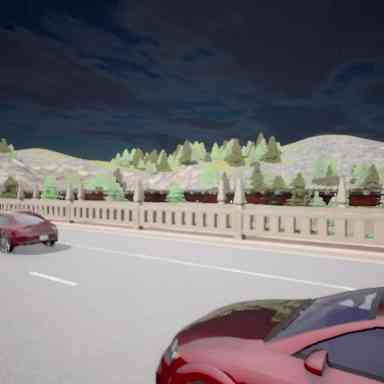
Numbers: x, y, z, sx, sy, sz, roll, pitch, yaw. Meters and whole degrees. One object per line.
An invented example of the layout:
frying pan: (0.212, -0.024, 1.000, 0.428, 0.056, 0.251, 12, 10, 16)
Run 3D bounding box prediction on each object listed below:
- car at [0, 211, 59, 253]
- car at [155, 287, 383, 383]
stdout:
car: (-7.277, 1.494, 13.483, 4.674, 1.442, 1.812, 0, 0, 36)
car: (1.696, 1.564, 2.783, 4.181, 1.385, 1.994, 0, 0, 36)
